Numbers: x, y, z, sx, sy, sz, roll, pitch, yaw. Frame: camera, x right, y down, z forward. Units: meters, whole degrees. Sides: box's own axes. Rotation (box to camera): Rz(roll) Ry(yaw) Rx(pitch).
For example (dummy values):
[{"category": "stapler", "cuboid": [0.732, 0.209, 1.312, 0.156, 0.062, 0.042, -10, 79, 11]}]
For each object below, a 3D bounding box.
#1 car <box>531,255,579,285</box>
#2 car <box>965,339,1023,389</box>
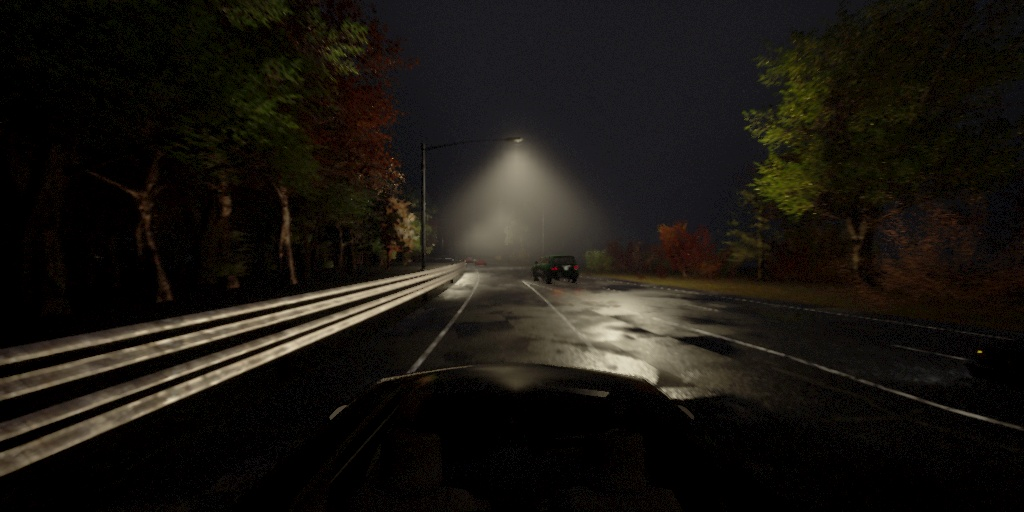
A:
[{"category": "car", "cuboid": [3.069, 0.952, 26.487, 2.150, 2.045, 5.566, 0, 0, -12]}, {"category": "car", "cuboid": [8.105, 1.324, 2.946, 2.033, 1.411, 5.357, 1, 0, -12]}]
